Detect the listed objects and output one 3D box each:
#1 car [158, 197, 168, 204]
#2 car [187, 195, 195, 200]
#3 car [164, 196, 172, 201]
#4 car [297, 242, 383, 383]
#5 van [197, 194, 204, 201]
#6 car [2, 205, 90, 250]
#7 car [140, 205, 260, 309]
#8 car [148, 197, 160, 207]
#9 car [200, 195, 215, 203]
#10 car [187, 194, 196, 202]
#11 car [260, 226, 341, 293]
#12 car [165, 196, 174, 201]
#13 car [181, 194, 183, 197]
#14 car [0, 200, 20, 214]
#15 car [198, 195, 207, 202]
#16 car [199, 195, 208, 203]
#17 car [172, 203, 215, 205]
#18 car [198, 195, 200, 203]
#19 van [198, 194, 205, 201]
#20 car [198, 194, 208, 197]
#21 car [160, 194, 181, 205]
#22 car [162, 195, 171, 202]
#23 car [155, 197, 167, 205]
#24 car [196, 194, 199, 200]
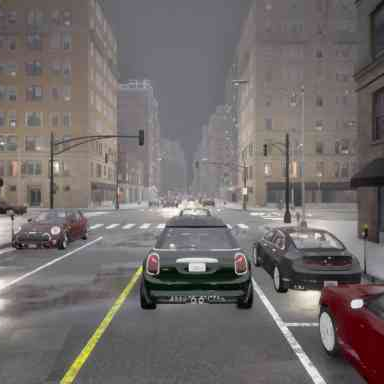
[{"bbox_3d":[-5.983,1.665,69.013,1.802,1.307,4.206,0,0,0],"label":"car"},{"bbox_3d":[-0.279,1.543,90.025,1.994,1.385,4.181,0,0,0],"label":"car"},{"bbox_3d":[-6.101,1.721,85.537,1.802,1.307,4.206,0,0,0],"label":"car"},{"bbox_3d":[2.682,1.545,3.128,1.887,1.381,4.507,0,0,0],"label":"car"},{"bbox_3d":[2.385,1.504,91.096,1.690,1.788,3.998,0,0,0],"label":"van"},{"bbox_3d":[-5.818,1.445,14.127,1.967,1.590,4.097,0,0,0],"label":"car"},{"bbox_3d":[0.066,1.355,8.017,2.097,1.767,4.553,0,0,-1],"label":"car"},{"bbox_3d":[-5.864,1.595,52.489,2.008,1.369,4.403,0,0,0],"label":"car"},{"bbox_3d":[2.661,1.590,52.547,1.887,1.381,4.507,0,0,0],"label":"car"},{"bbox_3d":[-0.207,1.707,80.049,1.895,1.301,4.718,0,0,0],"label":"car"},{"bbox_3d":[2.694,1.553,8.620,2.008,1.369,4.403,0,0,0],"label":"car"},{"bbox_3d":[-6.141,1.728,91.045,1.947,1.339,4.313,0,0,0],"label":"car"},{"bbox_3d":[-3.135,1.560,68.550,1.882,1.535,5.008,0,0,0],"label":"car"},{"bbox_3d":[-17.605,1.404,30.165,5.008,1.535,1.882,0,0,-2],"label":"car"},{"bbox_3d":[2.464,1.559,80.081,1.967,1.590,4.097,0,0,0],"label":"car"},{"bbox_3d":[2.503,1.541,74.575,1.967,1.590,4.097,0,0,0],"label":"car"},{"bbox_3d":[0.133,1.497,15.319,2.128,1.511,4.902,0,0,0],"label":"car"},{"bbox_3d":[2.622,1.622,58.053,1.947,1.339,4.313,0,0,0],"label":"car"},{"bbox_3d":[2.425,1.481,85.590,1.690,1.788,3.998,0,0,0],"label":"van"},{"bbox_3d":[2.581,1.595,63.731,1.752,1.417,4.829,0,0,0],"label":"car"},{"bbox_3d":[-3.061,1.390,48.243,2.097,1.767,4.553,0,0,-1],"label":"car"},{"bbox_3d":[-6.061,1.559,80.029,1.967,1.590,4.097,0,0,0],"label":"car"},{"bbox_3d":[-5.943,1.613,63.505,1.887,1.381,4.507,0,0,0],"label":"car"},{"bbox_3d":[2.543,1.399,69.068,2.192,1.841,5.009,0,0,0],"label":"car"}]
